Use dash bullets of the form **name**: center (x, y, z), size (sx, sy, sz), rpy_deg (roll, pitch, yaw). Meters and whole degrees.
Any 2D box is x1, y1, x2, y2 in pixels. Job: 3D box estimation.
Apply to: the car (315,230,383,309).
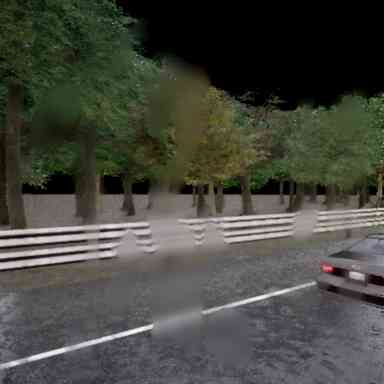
- **car**: center (4.999, 1.540, 7.389), size (5.357, 1.411, 2.033), rpy_deg (0, 0, -35)
